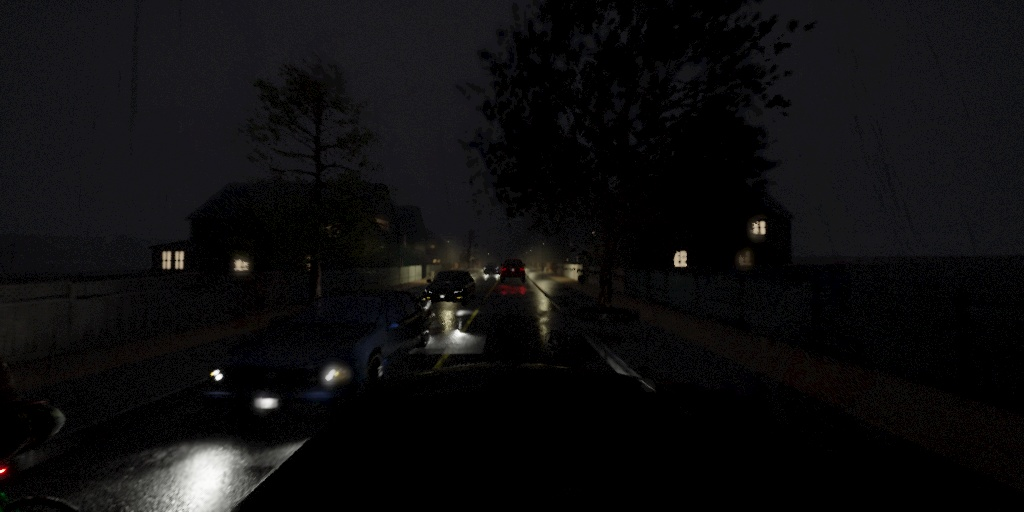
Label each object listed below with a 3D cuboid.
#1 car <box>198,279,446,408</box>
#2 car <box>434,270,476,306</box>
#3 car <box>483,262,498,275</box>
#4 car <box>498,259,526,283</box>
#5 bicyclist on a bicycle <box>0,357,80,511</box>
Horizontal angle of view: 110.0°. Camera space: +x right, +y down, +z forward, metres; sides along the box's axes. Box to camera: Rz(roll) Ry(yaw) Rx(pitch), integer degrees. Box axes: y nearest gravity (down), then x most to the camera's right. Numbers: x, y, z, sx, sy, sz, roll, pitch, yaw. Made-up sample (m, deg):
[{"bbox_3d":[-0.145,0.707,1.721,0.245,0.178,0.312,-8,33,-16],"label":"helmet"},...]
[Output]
[{"bbox_3d":[-2.844,1.360,6.841,2.033,1.411,5.357,0,-1,0],"label":"car"},{"bbox_3d":[-2.833,1.441,17.120,1.837,1.490,4.892,0,-1,1],"label":"car"},{"bbox_3d":[-2.828,1.676,50.501,2.097,1.767,4.553,0,-1,0],"label":"car"},{"bbox_3d":[0.096,1.338,32.919,2.150,2.045,5.566,0,-1,0],"label":"car"},{"bbox_3d":[-3.086,1.206,1.952,1.656,1.620,0.582,-1,-1,-1],"label":"bicyclist on a bicycle"}]
